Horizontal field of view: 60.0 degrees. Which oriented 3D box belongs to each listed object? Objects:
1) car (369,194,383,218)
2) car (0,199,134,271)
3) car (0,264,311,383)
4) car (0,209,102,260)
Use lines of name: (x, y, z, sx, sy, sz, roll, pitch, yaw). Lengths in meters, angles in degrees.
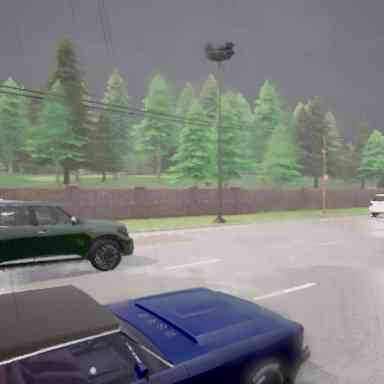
car: (17.898, 1.225, 29.407, 5.566, 2.045, 2.150, 0, 0, -35)
car: (-4.429, 1.222, 9.186, 5.566, 2.045, 2.150, 0, 0, -35)
car: (-1.055, 1.601, 2.994, 4.718, 1.301, 1.895, 0, 0, -35)
car: (-6.046, 1.505, 12.331, 4.892, 1.490, 1.837, 0, 0, -35)
